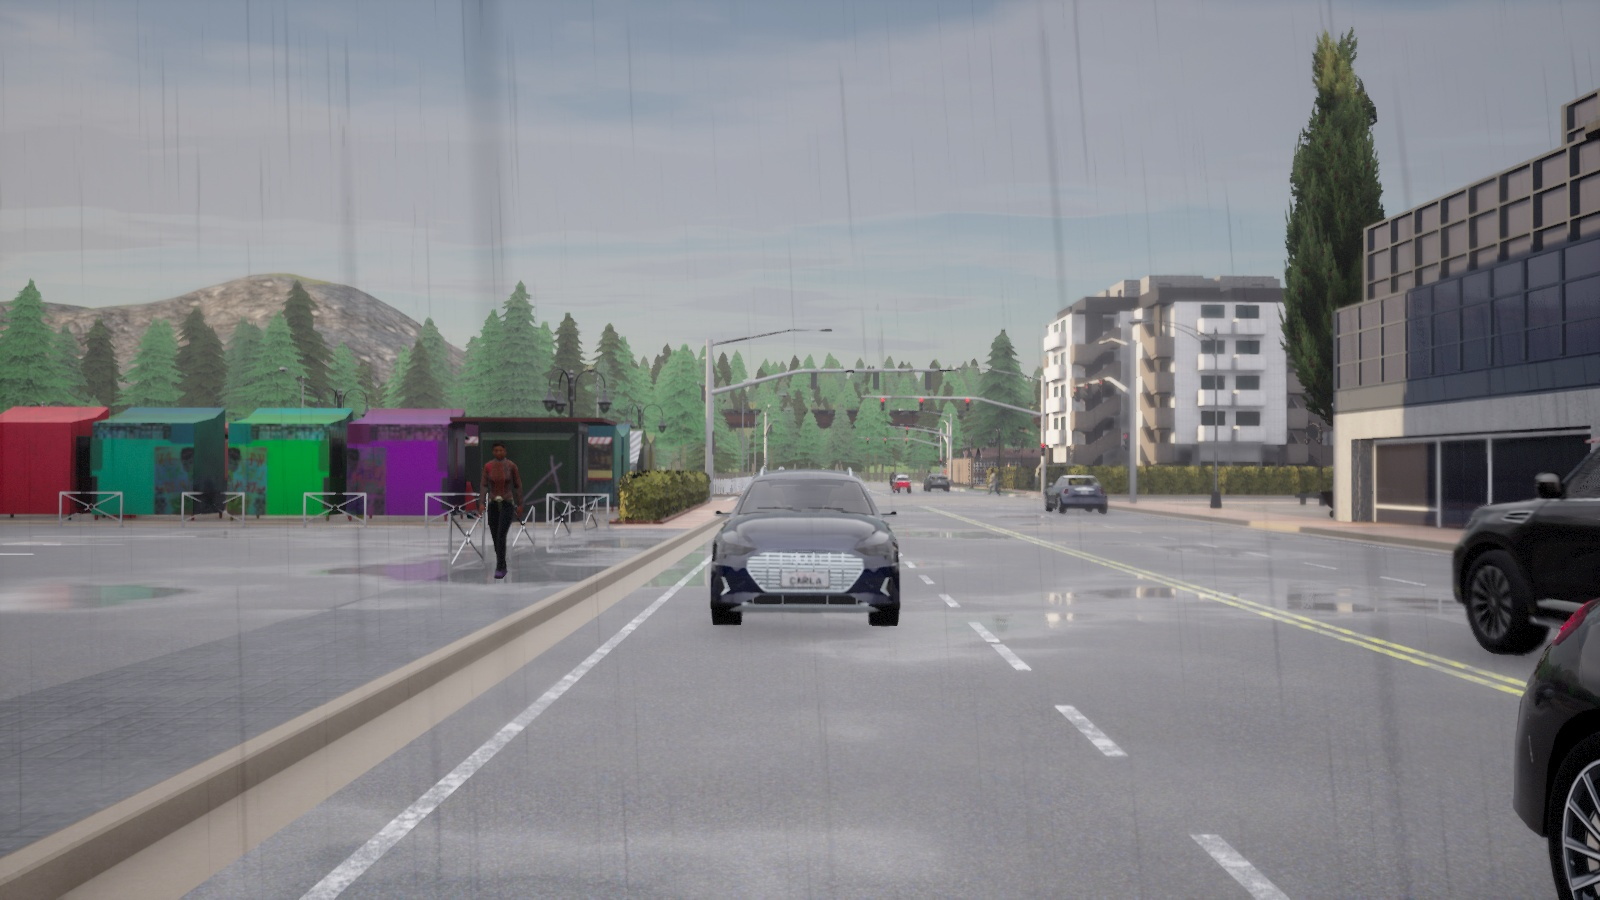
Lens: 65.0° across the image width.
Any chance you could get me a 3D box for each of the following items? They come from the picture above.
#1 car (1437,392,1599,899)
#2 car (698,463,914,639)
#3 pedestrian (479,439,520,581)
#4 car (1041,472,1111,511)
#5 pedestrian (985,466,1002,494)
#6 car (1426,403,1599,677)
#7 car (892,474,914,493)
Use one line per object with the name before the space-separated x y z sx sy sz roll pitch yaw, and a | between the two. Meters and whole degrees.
car | 3.494 0.619 2.241 2.152 1.651 5.027 0 -1 0
car | 0.077 0.993 14.260 2.033 1.649 4.856 0 -1 0
pedestrian | -3.930 0.776 16.463 0.328 1.805 0.869 0 -1 0
car | 10.863 1.600 49.689 1.970 1.475 3.806 0 -1 1
pedestrian | 12.817 1.997 83.163 0.900 1.855 0.874 0 -1 -8
car | 7.034 0.666 9.179 2.150 2.045 5.566 0 -1 0
car | 7.727 2.478 94.425 1.481 1.376 2.207 0 0 0
